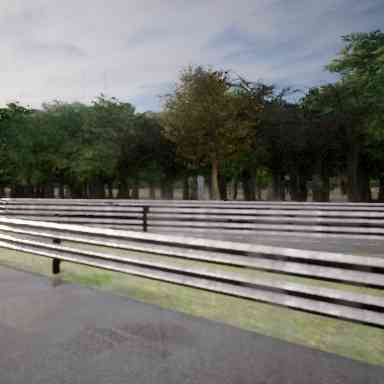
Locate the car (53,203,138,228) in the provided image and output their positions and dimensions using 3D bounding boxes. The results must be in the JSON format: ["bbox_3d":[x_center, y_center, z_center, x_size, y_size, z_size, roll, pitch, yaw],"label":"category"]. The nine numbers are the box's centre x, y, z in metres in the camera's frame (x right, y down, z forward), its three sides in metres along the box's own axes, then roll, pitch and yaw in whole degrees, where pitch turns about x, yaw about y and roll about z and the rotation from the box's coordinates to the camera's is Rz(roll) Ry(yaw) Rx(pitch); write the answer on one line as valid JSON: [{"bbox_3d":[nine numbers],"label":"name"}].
[{"bbox_3d":[-5.575,1.283,18.913,4.718,1.301,1.895,0,0,22],"label":"car"}]
